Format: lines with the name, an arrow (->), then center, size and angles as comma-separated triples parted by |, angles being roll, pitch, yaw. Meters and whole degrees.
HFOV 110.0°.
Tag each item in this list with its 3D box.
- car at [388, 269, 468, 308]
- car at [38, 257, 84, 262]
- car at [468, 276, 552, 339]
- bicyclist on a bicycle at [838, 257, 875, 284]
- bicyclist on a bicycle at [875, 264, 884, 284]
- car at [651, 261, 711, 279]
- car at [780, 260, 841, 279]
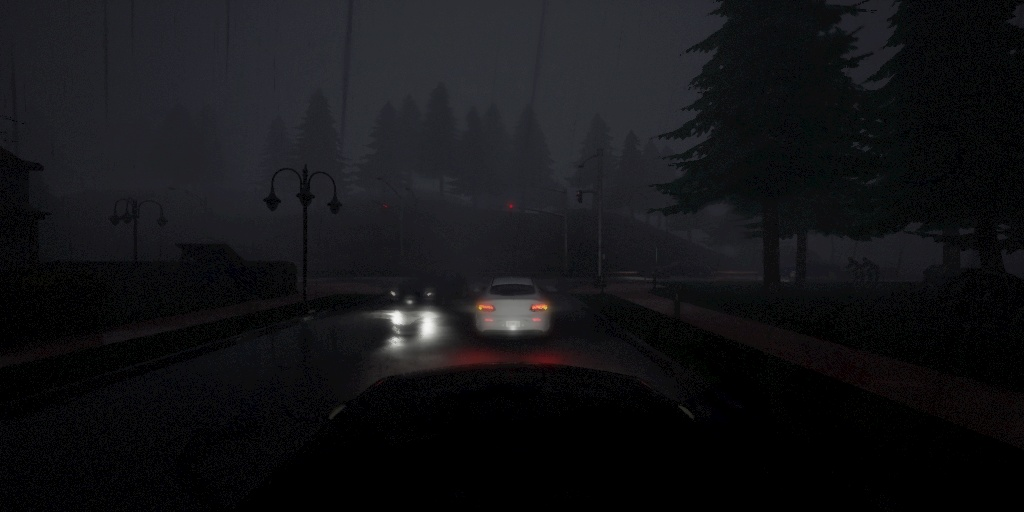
car -> -3.336, 1.300, 15.686 | 2.033, 1.411, 5.357 | 0, 0, 8
car -> -31.997, 0.940, 25.858 | 4.553, 1.767, 2.097 | 0, 0, 0
car -> 0.023, 1.276, 9.935 | 1.812, 1.442, 4.674 | 0, 0, 0
bicyclist on a bicycle -> 21.134, 0.891, 22.213 | 0.582, 1.620, 1.656 | 0, 0, -16
bicyclist on a bicycle -> 21.781, 0.893, 21.954 | 0.582, 1.620, 1.656 | 0, 0, -14
car -> 14.065, 1.113, 29.864 | 4.674, 1.442, 1.812 | 0, 0, -1
car -> 24.386, 1.065, 29.900 | 5.008, 1.535, 1.882 | 0, 0, 0
